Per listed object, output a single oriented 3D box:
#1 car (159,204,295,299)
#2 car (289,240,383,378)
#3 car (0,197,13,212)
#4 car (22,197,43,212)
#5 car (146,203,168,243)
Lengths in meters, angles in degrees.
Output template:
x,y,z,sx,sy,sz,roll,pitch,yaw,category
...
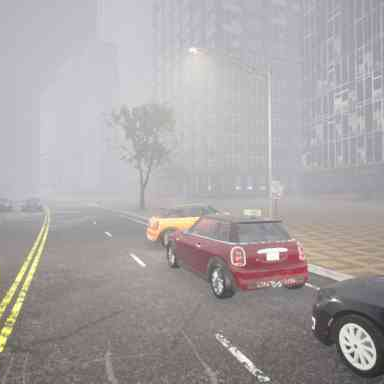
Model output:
x,y,z,sx,sy,sz,roll,pitch,yaw,category
0.874,1.355,8.851,2.097,1.767,4.553,0,0,-22,car
3.614,1.505,3.383,1.837,1.490,4.892,0,0,-36,car
-21.832,1.390,38.052,2.097,1.767,4.553,0,0,-24,car
-18.864,1.393,39.376,2.097,1.767,4.553,0,0,-24,car
0.362,1.276,14.455,4.553,1.767,2.097,-3,1,-18,car
